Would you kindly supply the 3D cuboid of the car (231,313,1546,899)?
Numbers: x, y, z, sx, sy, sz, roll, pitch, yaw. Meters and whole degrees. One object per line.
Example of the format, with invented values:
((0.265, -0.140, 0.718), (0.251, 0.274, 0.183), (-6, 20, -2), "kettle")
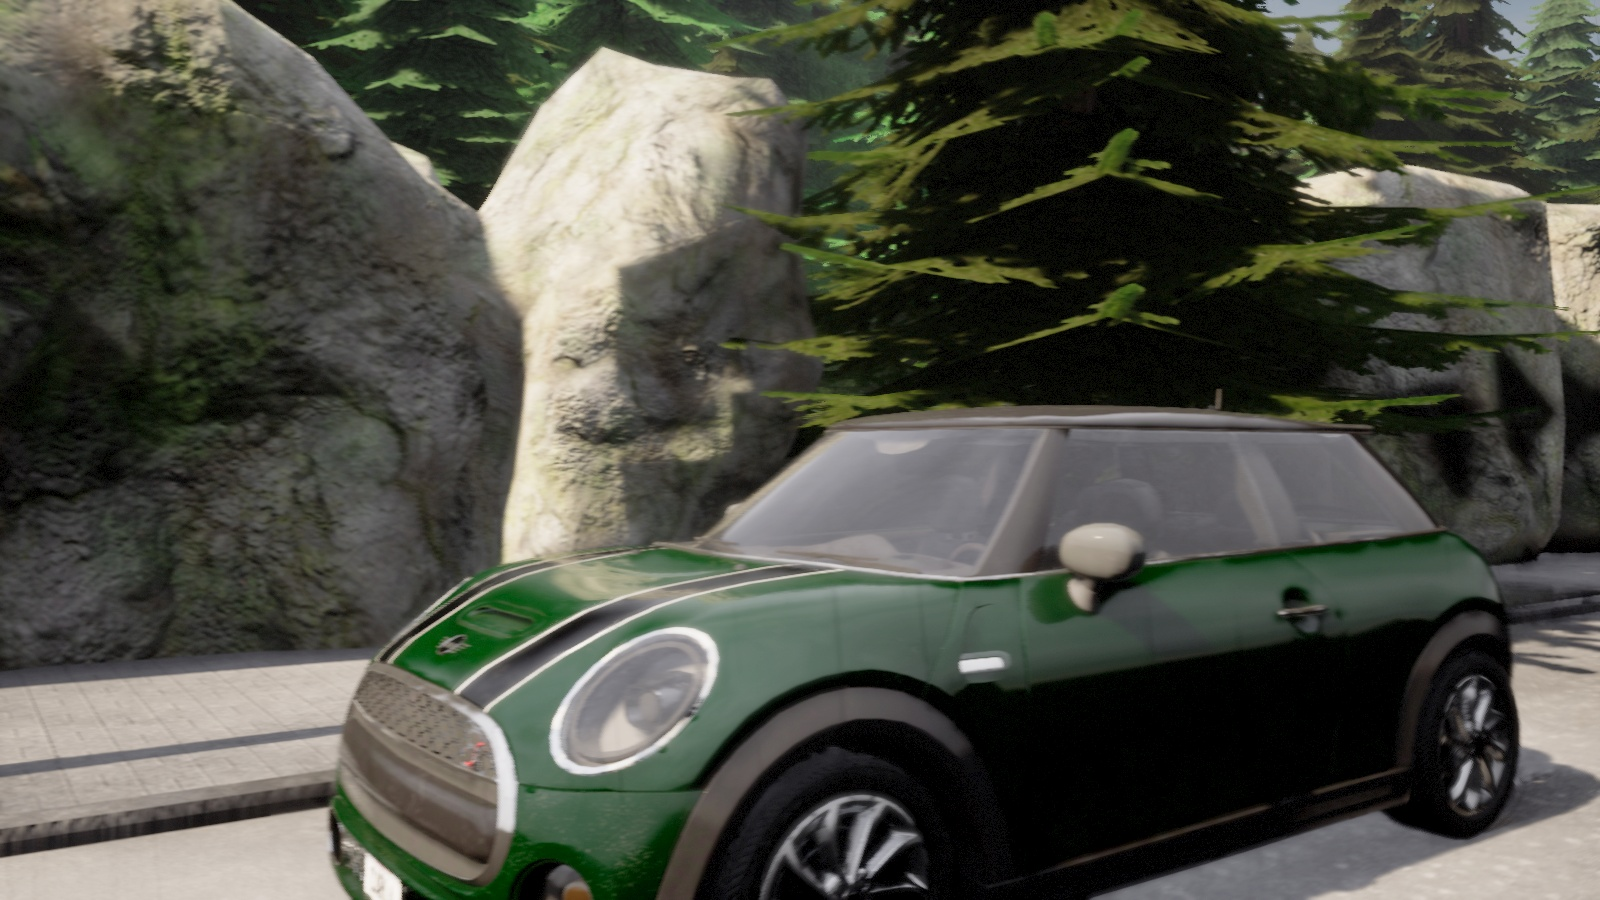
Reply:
((0.558, 0.613, 4.657), (4.553, 1.767, 2.097), (0, 0, -35), "car")
